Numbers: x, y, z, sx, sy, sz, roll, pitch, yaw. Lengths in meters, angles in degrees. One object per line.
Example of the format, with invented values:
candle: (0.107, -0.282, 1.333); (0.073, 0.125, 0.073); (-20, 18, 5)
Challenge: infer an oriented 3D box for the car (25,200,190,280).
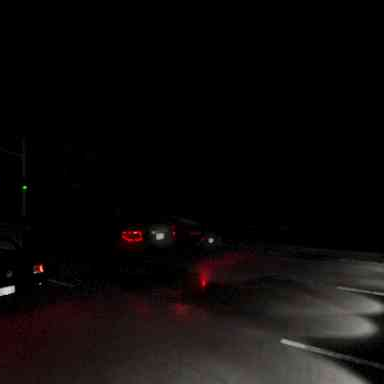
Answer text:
car: (-3.019, 1.283, 10.410); (5.566, 2.045, 2.150); (0, 0, 36)

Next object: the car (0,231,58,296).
car: (-5.430, 1.665, 7.832); (4.718, 1.301, 1.895); (0, 0, 36)

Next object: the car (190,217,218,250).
car: (-1.173, 1.587, 13.391); (4.674, 1.442, 1.812); (0, 0, 36)
